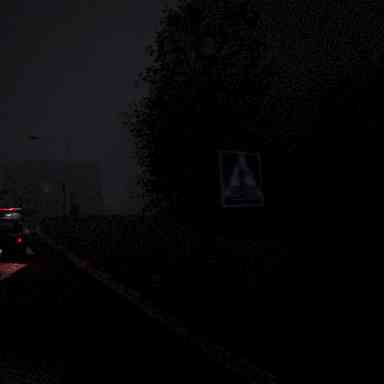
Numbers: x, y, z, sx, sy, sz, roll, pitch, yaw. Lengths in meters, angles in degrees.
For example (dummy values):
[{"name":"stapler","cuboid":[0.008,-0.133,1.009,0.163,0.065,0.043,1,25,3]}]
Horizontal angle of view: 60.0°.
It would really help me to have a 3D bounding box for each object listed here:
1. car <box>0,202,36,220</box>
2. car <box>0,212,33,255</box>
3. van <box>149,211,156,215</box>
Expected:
[{"name":"car","cuboid":[-13.919,1.580,26.615,2.128,1.511,4.902,-3,-2,-15]},{"name":"car","cuboid":[-7.731,1.721,13.177,1.895,1.301,4.718,-1,0,-32]},{"name":"van","cuboid":[-6.871,4.665,66.740,1.878,1.987,4.442,5,-9,-44]}]
